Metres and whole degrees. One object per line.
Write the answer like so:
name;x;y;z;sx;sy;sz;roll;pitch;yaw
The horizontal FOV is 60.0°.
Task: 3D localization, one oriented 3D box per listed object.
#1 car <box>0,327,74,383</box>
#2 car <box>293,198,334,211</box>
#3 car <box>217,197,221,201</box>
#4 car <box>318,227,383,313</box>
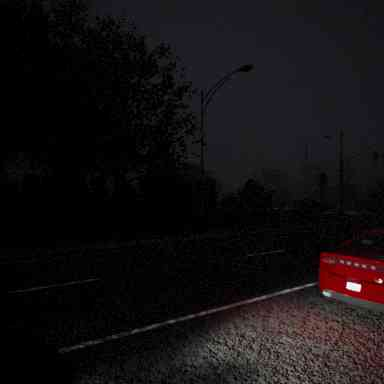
car;-3.084;1.491;1.555;4.902;1.511;2.128;0;0;-35
car;14.488;1.477;39.849;1.882;1.535;5.008;0;0;-33
car;3.778;1.451;56.914;1.812;1.442;4.674;0;1;-32
car;4.797;1.478;7.146;5.008;1.535;1.882;0;0;-35
